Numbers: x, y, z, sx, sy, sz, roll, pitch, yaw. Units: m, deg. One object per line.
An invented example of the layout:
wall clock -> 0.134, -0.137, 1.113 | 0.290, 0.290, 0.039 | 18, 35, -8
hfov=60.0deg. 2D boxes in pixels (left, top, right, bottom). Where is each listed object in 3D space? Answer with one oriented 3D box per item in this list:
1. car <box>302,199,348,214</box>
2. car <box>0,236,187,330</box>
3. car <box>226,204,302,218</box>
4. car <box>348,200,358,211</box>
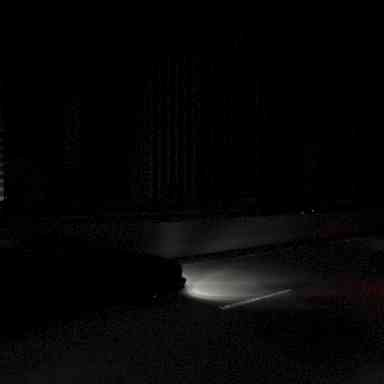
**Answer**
car -> 11.140, 1.514, 29.049 | 4.892, 1.490, 1.837 | 0, 0, -35
car -> -2.734, 1.548, 6.094 | 5.357, 1.411, 2.033 | 0, 0, -35
car -> 4.095, 1.510, 19.797 | 4.892, 1.490, 1.837 | 0, 0, -35
car -> 16.705, 1.538, 37.101 | 4.674, 1.442, 1.812 | 0, 0, -34
